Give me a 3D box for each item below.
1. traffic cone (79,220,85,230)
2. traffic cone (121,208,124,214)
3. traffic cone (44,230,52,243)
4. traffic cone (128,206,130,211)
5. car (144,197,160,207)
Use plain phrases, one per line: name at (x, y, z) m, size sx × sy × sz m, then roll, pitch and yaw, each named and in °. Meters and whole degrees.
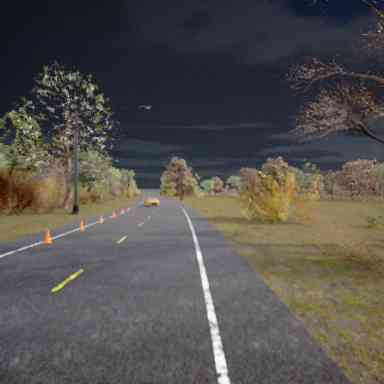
traffic cone at (-6.604, 1.984, 19.895) m, size 0.340 × 0.580 × 0.340 m, roll 0°, pitch 0°, yaw -2°
traffic cone at (-7.281, 1.994, 34.805) m, size 0.340 × 0.580 × 0.340 m, roll 0°, pitch 0°, yaw -3°
traffic cone at (-6.456, 1.979, 14.921) m, size 0.340 × 0.580 × 0.340 m, roll 0°, pitch 0°, yaw -1°
traffic cone at (-7.585, 1.996, 39.771) m, size 0.340 × 0.580 × 0.340 m, roll 0°, pitch 0°, yaw -4°
car at (-6.265, 1.519, 51.931) m, size 1.882 × 1.535 × 5.008 m, roll 0°, pitch 0°, yaw -17°
